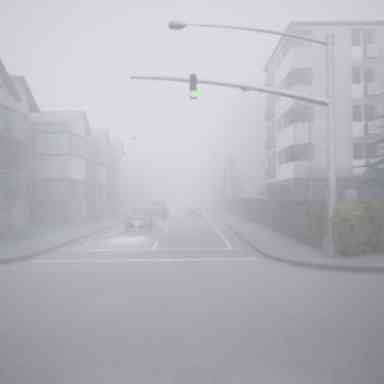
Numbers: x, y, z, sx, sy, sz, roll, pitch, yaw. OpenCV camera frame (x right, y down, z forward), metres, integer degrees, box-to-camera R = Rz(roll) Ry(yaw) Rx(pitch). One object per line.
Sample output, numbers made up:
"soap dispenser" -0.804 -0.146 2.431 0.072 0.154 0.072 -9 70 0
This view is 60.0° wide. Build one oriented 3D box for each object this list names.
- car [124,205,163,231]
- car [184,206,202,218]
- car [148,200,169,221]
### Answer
"car" -3.601 1.947 24.111 2.128 1.511 4.902 -1 -1 0
"car" 0.086 2.225 37.379 1.895 1.301 4.718 -1 -1 -1
"car" -3.582 1.839 34.690 2.150 2.045 5.566 -1 -1 0
